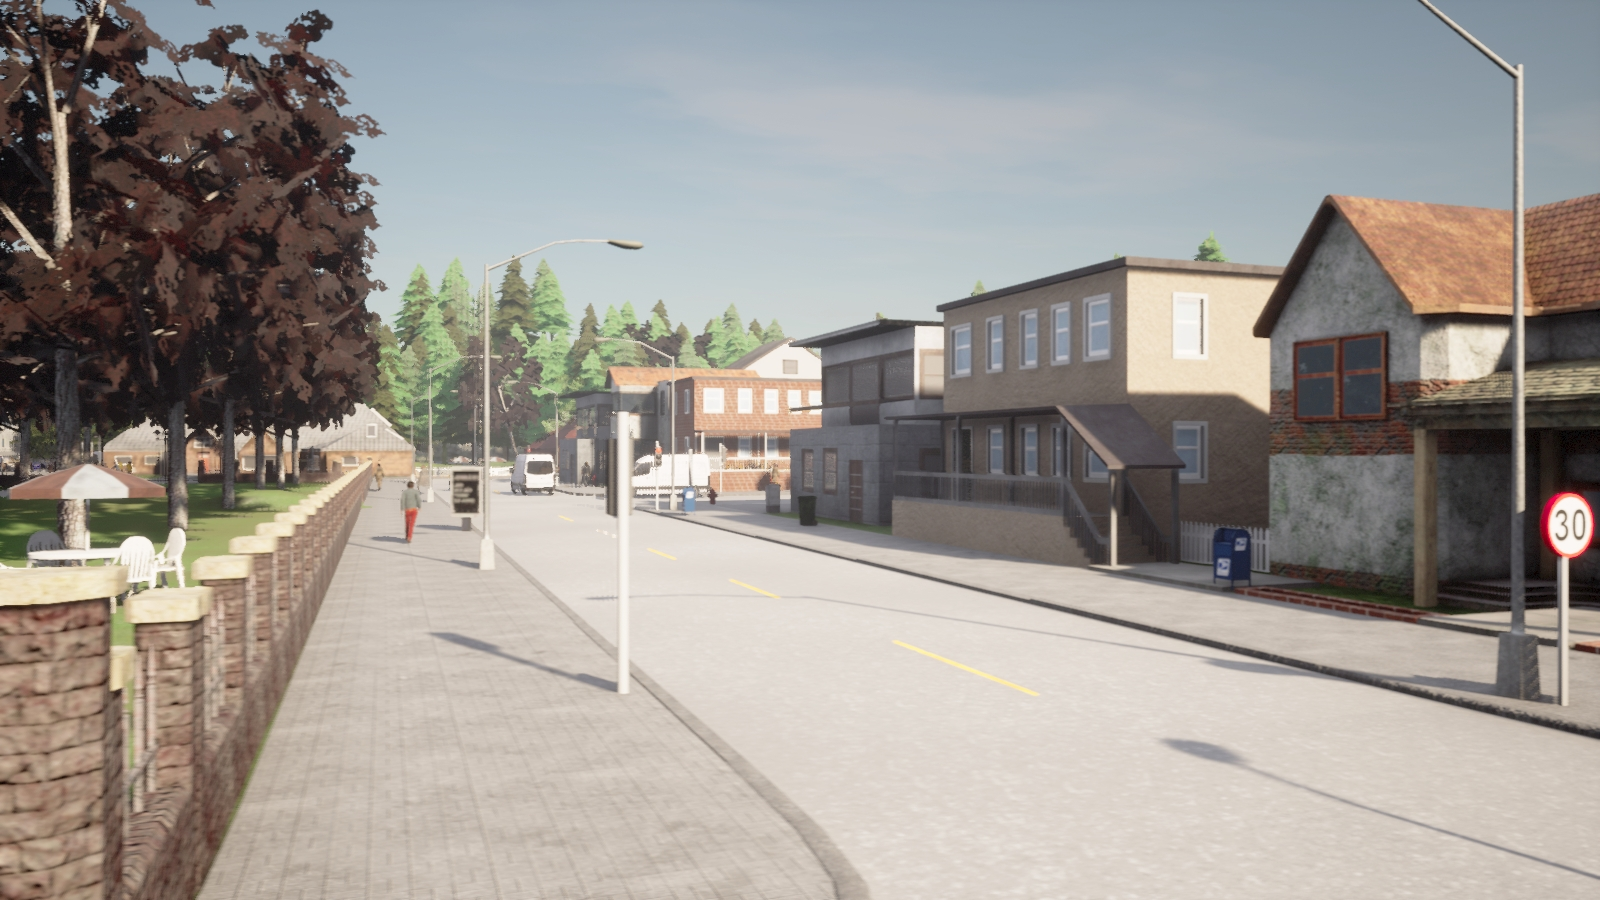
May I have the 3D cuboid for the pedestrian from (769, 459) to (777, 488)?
[{"bbox_3d":[-1.770,1.517,74.416,0.375,1.860,0.375,0,0,26],"label":"pedestrian"}]

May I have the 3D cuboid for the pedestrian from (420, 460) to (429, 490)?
[{"bbox_3d":[-23.019,1.525,69.988,0.375,1.860,0.375,0,0,17],"label":"pedestrian"}]

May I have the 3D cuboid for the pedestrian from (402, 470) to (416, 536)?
[{"bbox_3d":[-11.289,1.525,33.008,0.375,1.860,0.375,0,0,-18],"label":"pedestrian"}]

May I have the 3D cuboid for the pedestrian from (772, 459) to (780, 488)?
[{"bbox_3d":[-1.573,1.519,73.820,0.375,1.860,0.375,0,0,-33],"label":"pedestrian"}]

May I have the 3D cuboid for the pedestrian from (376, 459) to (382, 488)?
[{"bbox_3d":[-27.508,1.525,74.639,0.375,1.860,0.375,0,0,-20],"label":"pedestrian"}]

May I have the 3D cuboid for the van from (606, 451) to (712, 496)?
[{"bbox_3d":[-8.235,1.315,66.611,5.915,2.561,1.988,0,0,-17],"label":"van"}]

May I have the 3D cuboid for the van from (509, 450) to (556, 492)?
[{"bbox_3d":[-17.127,1.315,72.986,1.988,2.561,5.915,0,0,-23],"label":"van"}]
